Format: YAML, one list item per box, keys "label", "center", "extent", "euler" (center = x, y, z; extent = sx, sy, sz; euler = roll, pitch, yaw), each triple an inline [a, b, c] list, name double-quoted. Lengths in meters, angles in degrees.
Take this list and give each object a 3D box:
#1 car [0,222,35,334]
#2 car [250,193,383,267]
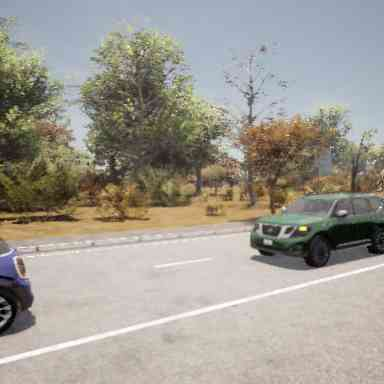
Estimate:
- label: "car"
  center: [-4.890, 1.285, 4.850]
  extent: [4.553, 1.767, 2.097]
  euler: [0, 1, -35]
- label: "car"
  center: [4.520, 1.085, 11.218]
  extent: [5.566, 2.045, 2.150]
  euler: [-1, 1, -33]
